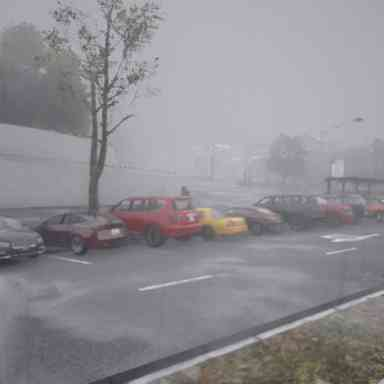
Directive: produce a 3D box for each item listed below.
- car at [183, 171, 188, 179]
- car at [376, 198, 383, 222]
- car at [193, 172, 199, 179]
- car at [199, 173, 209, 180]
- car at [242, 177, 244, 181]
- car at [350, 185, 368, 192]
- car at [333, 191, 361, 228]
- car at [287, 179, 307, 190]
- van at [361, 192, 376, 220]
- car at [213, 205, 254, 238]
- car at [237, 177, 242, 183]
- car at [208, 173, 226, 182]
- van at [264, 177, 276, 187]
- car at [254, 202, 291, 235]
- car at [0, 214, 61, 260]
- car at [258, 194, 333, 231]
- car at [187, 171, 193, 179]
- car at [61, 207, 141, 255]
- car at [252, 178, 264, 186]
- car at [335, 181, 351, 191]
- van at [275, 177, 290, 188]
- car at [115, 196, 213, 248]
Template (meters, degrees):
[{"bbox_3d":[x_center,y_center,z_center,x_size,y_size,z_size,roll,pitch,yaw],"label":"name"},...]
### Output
[{"bbox_3d":[-0.309,-4.631,93.049,2.435,2.045,5.566,1,-1,34],"label":"car"},{"bbox_3d":[12.609,1.279,25.313,4.553,1.767,2.185,-1,0,35],"label":"car"},{"bbox_3d":[3.195,-4.120,88.233,2.185,1.767,4.553,6,3,34],"label":"car"},{"bbox_3d":[4.989,-3.968,85.767,2.435,2.045,5.566,7,4,34],"label":"car"},{"bbox_3d":[13.694,-2.313,73.539,2.002,1.452,4.674,7,4,35],"label":"car"},{"bbox_3d":[27.497,-0.132,53.801,2.002,1.452,4.674,7,3,35],"label":"car"},{"bbox_3d":[7.661,1.173,21.893,5.566,2.045,2.435,-1,-1,35],"label":"car"},{"bbox_3d":[20.592,-1.261,63.656,2.231,1.521,4.892,7,3,35],"label":"car"},{"bbox_3d":[10.200,1.187,23.563,4.442,1.987,1.878,-1,-1,35],"label":"van"},{"bbox_3d":[0.114,1.454,16.804,5.366,1.575,1.946,-1,0,35],"label":"car"},{"bbox_3d":[11.950,-2.586,76.001,2.002,1.452,4.674,7,3,35],"label":"car"},{"bbox_3d":[6.842,-3.446,83.509,1.946,1.575,5.366,6,3,34],"label":"car"},{"bbox_3d":[17.100,-2.032,68.488,1.878,1.987,4.442,7,4,35],"label":"van"},{"bbox_3d":[2.721,1.484,18.432,4.674,1.452,2.002,-1,0,35],"label":"car"},{"bbox_3d":[-7.071,1.489,11.486,4.892,1.521,2.231,-1,-1,35],"label":"car"},{"bbox_3d":[5.147,1.183,20.188,5.566,2.045,2.435,-1,0,35],"label":"car"},{"bbox_3d":[1.464,-4.354,90.702,2.185,1.767,4.553,4,1,33],"label":"car"},{"bbox_3d":[-4.650,1.505,13.232,4.792,1.488,2.163,-1,0,35],"label":"car"},{"bbox_3d":[15.526,-2.082,71.219,1.946,1.575,5.366,7,3,35],"label":"car"},{"bbox_3d":[25.804,-0.694,56.272,2.435,2.045,5.566,7,3,35],"label":"car"},{"bbox_3d":[18.830,-1.759,66.017,1.878,1.987,4.442,7,4,35],"label":"van"},{"bbox_3d":[-2.207,1.214,14.976,5.566,2.045,2.435,-1,0,35],"label":"car"}]
